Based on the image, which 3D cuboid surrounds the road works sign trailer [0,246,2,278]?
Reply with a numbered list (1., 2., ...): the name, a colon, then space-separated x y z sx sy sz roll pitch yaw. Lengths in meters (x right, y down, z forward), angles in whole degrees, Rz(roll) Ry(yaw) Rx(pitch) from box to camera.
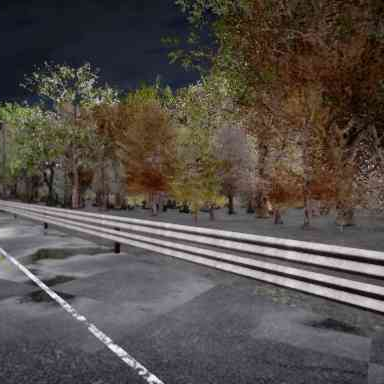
1. road works sign trailer: -6.698 0.468 9.150 2.380 3.560 2.880 0 0 -37
